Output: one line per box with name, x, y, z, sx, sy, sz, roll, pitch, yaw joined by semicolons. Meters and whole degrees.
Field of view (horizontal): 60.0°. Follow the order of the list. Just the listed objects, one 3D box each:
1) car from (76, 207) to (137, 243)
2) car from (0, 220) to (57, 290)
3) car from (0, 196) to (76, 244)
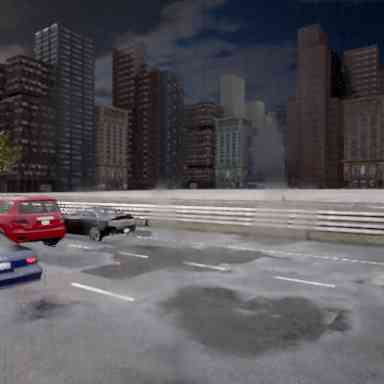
car;-4.841;1.466;16.035;4.902;1.511;2.128;0;0;36
car;-5.831;1.532;8.141;5.357;1.411;2.033;0;0;36
car;-7.500;1.193;13.637;5.566;2.045;2.150;0;0;36
